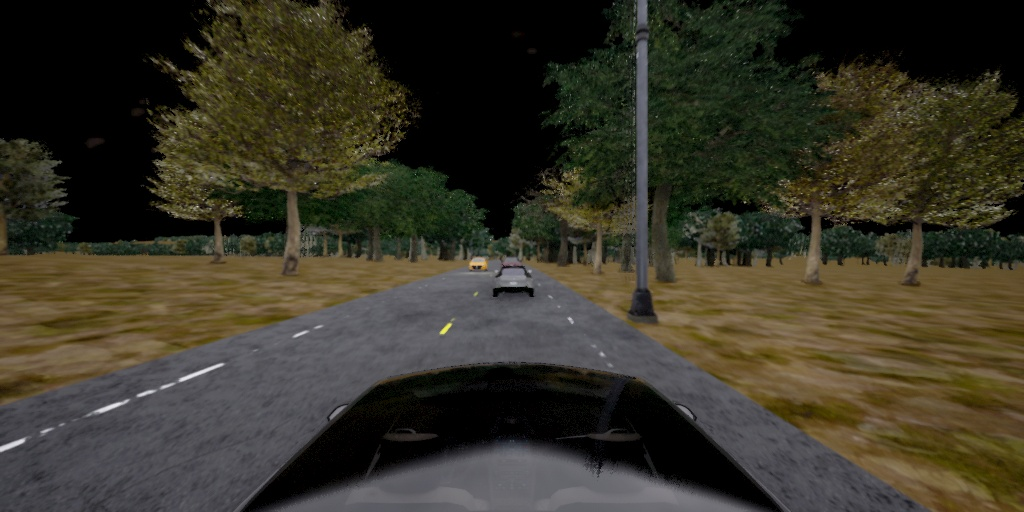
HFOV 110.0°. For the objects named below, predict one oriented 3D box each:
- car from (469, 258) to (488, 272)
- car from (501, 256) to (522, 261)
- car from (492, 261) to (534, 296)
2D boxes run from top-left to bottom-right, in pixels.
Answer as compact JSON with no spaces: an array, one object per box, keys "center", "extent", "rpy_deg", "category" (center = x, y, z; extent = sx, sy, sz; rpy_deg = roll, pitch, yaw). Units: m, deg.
[{"center":[-3.681,0.925,39.708],"extent":[1.882,1.535,5.008],"rpy_deg":[0,0,-1],"category":"car"},{"center":[-0.041,0.819,35.312],"extent":[2.097,1.767,4.553],"rpy_deg":[0,0,0],"category":"car"},{"center":[0.069,1.161,17.950],"extent":[1.994,1.385,4.181],"rpy_deg":[0,1,0],"category":"car"}]
